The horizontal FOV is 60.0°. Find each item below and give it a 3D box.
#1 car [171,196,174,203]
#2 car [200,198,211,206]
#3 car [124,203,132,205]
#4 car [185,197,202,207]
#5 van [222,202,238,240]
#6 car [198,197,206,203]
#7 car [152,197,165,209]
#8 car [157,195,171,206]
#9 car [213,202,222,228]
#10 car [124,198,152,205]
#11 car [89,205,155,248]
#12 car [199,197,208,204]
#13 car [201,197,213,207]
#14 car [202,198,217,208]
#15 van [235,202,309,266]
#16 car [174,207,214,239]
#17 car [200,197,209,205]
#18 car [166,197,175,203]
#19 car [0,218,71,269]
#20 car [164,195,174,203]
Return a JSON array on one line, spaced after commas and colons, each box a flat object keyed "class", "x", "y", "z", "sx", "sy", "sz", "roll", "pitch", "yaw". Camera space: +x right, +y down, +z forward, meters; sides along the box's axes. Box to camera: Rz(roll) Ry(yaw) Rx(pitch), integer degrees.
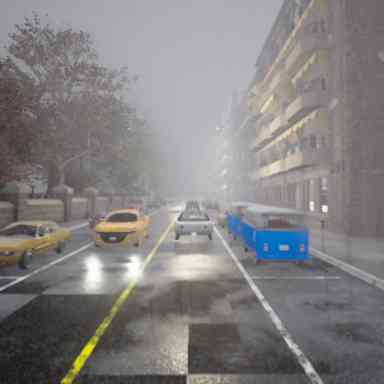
[{"class": "car", "x": -5.707, "y": 1.995, "z": 77.875, "sx": 1.887, "sy": 1.381, "sz": 4.507, "roll": 1, "pitch": 0, "yaw": 0}, {"class": "car", "x": 2.677, "y": 1.931, "z": 66.830, "sx": 1.887, "sy": 1.381, "sz": 4.507, "roll": 1, "pitch": 0, "yaw": 0}, {"class": "car", "x": -5.685, "y": 1.682, "z": 22.641, "sx": 2.008, "sy": 1.369, "sz": 4.403, "roll": 1, "pitch": 0, "yaw": 0}, {"class": "car", "x": 0.082, "y": 1.768, "z": 45.639, "sx": 1.837, "sy": 1.490, "sz": 4.892, "roll": 0, "pitch": -1, "yaw": 0}, {"class": "van", "x": 2.701, "y": 1.441, "z": 17.122, "sx": 1.690, "sy": 1.788, "sz": 3.998, "roll": 1, "pitch": 0, "yaw": 0}, {"class": "car", "x": 2.668, "y": 2.041, "z": 89.094, "sx": 1.752, "sy": 1.417, "sz": 4.829, "roll": 1, "pitch": 0, "yaw": 0}, {"class": "car", "x": -5.696, "y": 1.857, "z": 50.258, "sx": 1.947, "sy": 1.339, "sz": 4.313, "roll": 1, "pitch": 0, "yaw": 0}, {"class": "car", "x": -5.696, "y": 1.670, "z": 61.306, "sx": 2.192, "sy": 1.841, "sz": 5.009, "roll": 1, "pitch": 0, "yaw": 0}, {"class": "car", "x": 2.695, "y": 1.658, "z": 22.814, "sx": 1.752, "sy": 1.417, "sz": 4.829, "roll": 1, "pitch": 0, "yaw": 0}, {"class": "car", "x": -5.685, "y": 1.510, "z": 33.689, "sx": 2.192, "sy": 1.841, "sz": 5.009, "roll": 1, "pitch": 0, "yaw": 0}, {"class": "car", "x": -3.105, "y": 1.568, "z": 15.529, "sx": 1.882, "sy": 1.535, "sz": 5.008, "roll": 0, "pitch": 0, "yaw": 0}, {"class": "car", "x": 2.675, "y": 1.891, "z": 77.879, "sx": 1.967, "sy": 1.590, "sz": 4.097, "roll": 1, "pitch": 0, "yaw": 0}, {"class": "car", "x": 2.681, "y": 1.795, "z": 61.308, "sx": 1.967, "sy": 1.590, "sz": 4.097, "roll": 1, "pitch": 0, "yaw": 0}, {"class": "car", "x": 2.685, "y": 1.825, "z": 44.737, "sx": 1.947, "sy": 1.339, "sz": 4.313, "roll": 1, "pitch": 0, "yaw": 0}, {"class": "van", "x": 2.703, "y": 1.409, "z": 11.599, "sx": 1.690, "sy": 1.788, "sz": 3.998, "roll": 1, "pitch": 0, "yaw": 0}, {"class": "car", "x": 0.089, "y": 1.705, "z": 17.956, "sx": 1.895, "sy": 1.301, "sz": 4.718, "roll": 0, "pitch": 0, "yaw": 0}, {"class": "car", "x": 2.675, "y": 1.945, "z": 72.524, "sx": 1.752, "sy": 1.417, "sz": 4.829, "roll": 1, "pitch": 0, "yaw": 0}, {"class": "car", "x": -5.712, "y": 2.060, "z": 88.921, "sx": 1.887, "sy": 1.381, "sz": 4.507, "roll": 1, "pitch": 0, "yaw": 0}, {"class": "car", "x": -5.681, "y": 1.592, "z": 11.425, "sx": 1.752, "sy": 1.417, "sz": 4.829, "roll": 1, "pitch": 0, "yaw": 0}, {"class": "car", "x": -5.706, "y": 1.798, "z": 83.399, "sx": 2.192, "sy": 1.841, "sz": 5.009, "roll": 1, "pitch": 0, "yaw": 0}]
